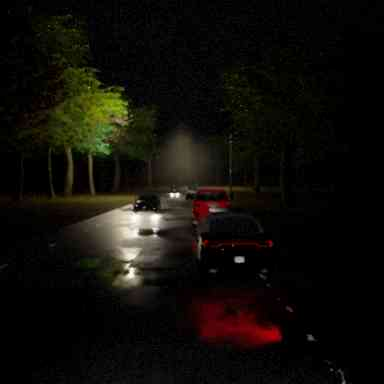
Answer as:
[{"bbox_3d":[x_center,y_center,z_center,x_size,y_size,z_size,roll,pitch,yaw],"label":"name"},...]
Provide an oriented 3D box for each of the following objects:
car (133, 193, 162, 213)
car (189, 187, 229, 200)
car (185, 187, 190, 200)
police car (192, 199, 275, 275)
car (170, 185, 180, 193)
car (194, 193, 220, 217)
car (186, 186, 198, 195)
[{"bbox_3d":[-3.580,0.893,27.339,1.837,1.490,4.892,0,1,0],"label":"car"},{"bbox_3d":[1.056,0.808,19.849,2.150,2.045,5.566,0,1,0],"label":"car"},{"bbox_3d":[0.036,0.353,46.894,2.033,1.411,5.357,0,2,0],"label":"car"},{"bbox_3d":[1.053,1.237,9.939,1.930,1.638,5.238,0,1,0],"label":"police car"},{"bbox_3d":[-3.481,-0.601,68.127,2.128,1.511,4.902,0,3,0],"label":"car"},{"bbox_3d":[1.057,0.933,25.826,1.837,1.490,4.892,0,1,0],"label":"car"},{"bbox_3d":[0.018,-0.238,61.290,2.033,1.411,5.357,0,3,0],"label":"car"}]
